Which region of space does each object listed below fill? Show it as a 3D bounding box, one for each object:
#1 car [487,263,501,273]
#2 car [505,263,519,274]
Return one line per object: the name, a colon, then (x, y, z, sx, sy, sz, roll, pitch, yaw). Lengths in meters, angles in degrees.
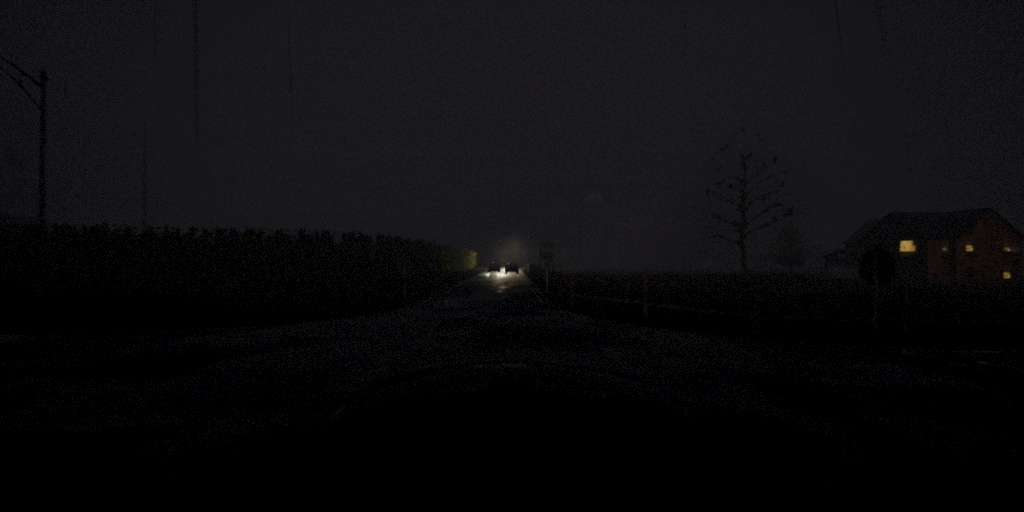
car: (-2.764, 1.824, 55.926, 1.882, 1.535, 5.008, 0, -1, 0)
car: (-0.012, 1.763, 50.912, 1.882, 1.535, 5.008, 0, -1, 0)
